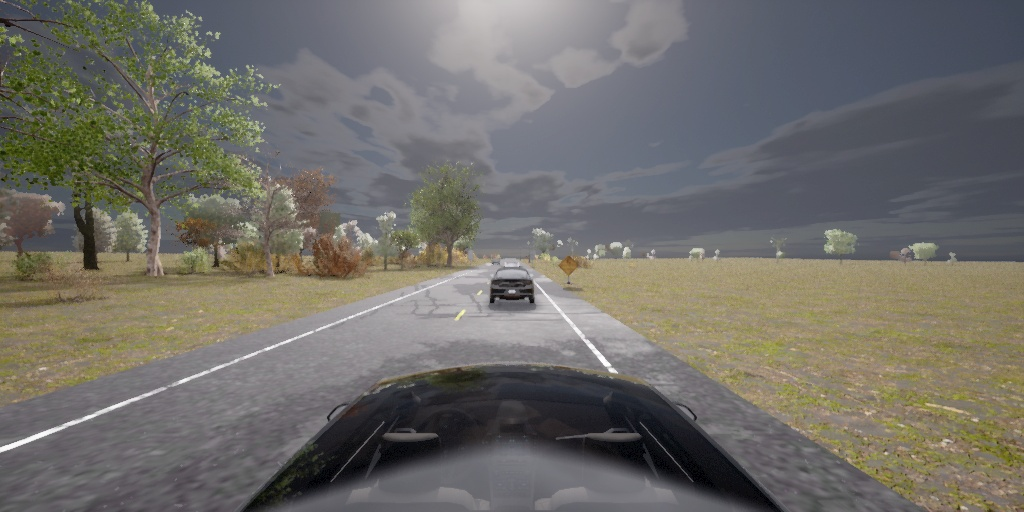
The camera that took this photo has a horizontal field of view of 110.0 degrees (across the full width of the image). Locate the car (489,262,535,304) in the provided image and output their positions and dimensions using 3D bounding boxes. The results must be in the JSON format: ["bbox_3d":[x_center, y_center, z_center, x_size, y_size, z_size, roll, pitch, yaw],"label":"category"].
[{"bbox_3d":[0.000,1.240,16.501,1.882,1.535,5.008,0,0,0],"label":"car"}]

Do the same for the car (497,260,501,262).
[{"bbox_3d":[0.000,1.258,31.502,2.128,1.511,4.902,0,0,0],"label":"car"}]

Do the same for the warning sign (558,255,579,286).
[{"bbox_3d":[3.550,0.872,22.402,1.300,1.860,1.060,0,0,0],"label":"warning sign"}]
